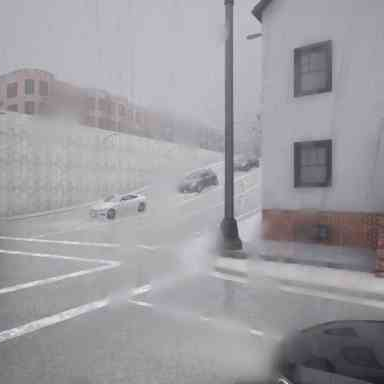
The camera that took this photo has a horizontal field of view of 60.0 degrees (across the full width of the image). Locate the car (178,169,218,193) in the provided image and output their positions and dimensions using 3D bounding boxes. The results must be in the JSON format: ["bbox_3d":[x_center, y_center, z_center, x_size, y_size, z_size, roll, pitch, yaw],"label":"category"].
[{"bbox_3d":[0.553,-1.125,31.338,2.097,1.767,4.553,0,13,34],"label":"car"}]

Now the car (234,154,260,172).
[{"bbox_3d":[6.235,-3.503,39.356,2.097,1.767,4.553,0,14,35],"label":"car"}]

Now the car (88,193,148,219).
[{"bbox_3d":[-5.071,0.864,23.311,1.812,1.442,4.674,0,7,35],"label":"car"}]

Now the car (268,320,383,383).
[{"bbox_3d":[2.773,1.526,1.993,4.674,1.442,1.812,0,0,36],"label":"car"}]
